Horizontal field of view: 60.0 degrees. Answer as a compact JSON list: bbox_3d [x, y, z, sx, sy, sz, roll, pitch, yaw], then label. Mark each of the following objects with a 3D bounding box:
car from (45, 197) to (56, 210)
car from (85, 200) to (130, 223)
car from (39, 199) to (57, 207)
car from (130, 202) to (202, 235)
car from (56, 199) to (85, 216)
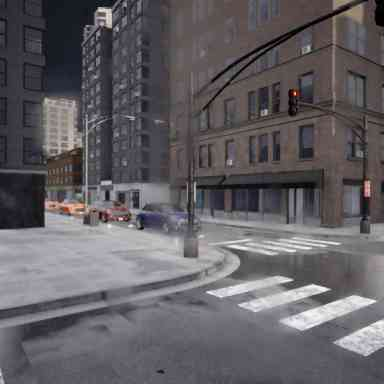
[{"bbox_3d":[-19.474,1.554,44.852,2.097,1.767,4.553,0,0,-35],"label":"car"},{"bbox_3d":[-6.645,1.460,26.787,2.097,1.767,4.553,0,0,-35],"label":"car"},{"bbox_3d":[-24.761,1.863,57.213,1.895,1.301,4.718,0,0,-35],"label":"car"},{"bbox_3d":[-1.447,1.420,19.504,2.097,1.767,4.553,0,0,-38],"label":"car"},{"bbox_3d":[-12.243,1.502,34.658,2.097,1.767,4.553,0,0,-35],"label":"car"}]
